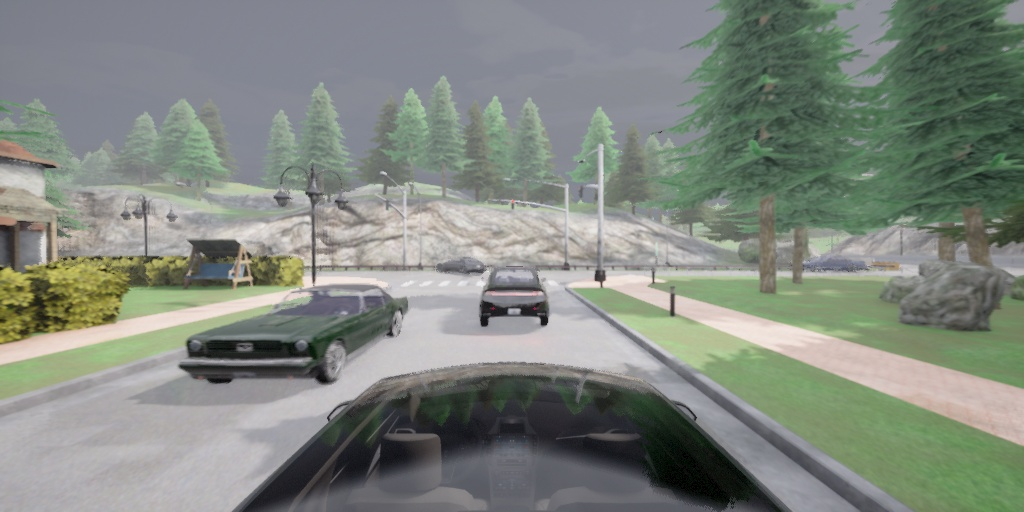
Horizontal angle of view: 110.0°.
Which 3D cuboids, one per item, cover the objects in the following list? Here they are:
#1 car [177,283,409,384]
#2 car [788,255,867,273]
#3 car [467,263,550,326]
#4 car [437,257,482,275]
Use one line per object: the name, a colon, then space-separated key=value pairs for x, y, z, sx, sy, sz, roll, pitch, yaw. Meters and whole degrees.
car: x=-3.583 y=1.267 z=7.024 sx=1.895 sy=1.301 sz=4.718 roll=0 pitch=1 yaw=0
car: x=26.481 y=0.656 z=30.157 sx=5.357 sy=1.411 sz=2.033 roll=0 pitch=1 yaw=0
car: x=0.066 y=1.090 z=11.008 sx=2.128 sy=1.511 sz=4.902 roll=0 pitch=1 yaw=0
car: x=-4.178 y=0.744 z=28.953 sx=4.181 sy=1.385 sz=1.994 roll=1 pitch=1 yaw=39
